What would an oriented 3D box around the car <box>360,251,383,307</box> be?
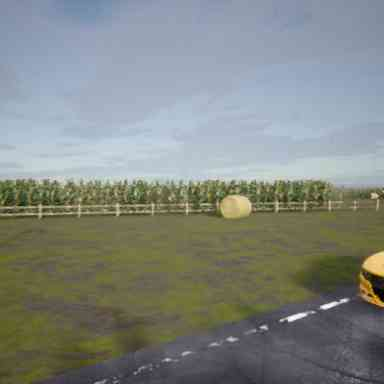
[{"bbox_3d":[5.477,1.472,6.965,5.008,1.535,1.882,0,0,-35],"label":"car"}]
